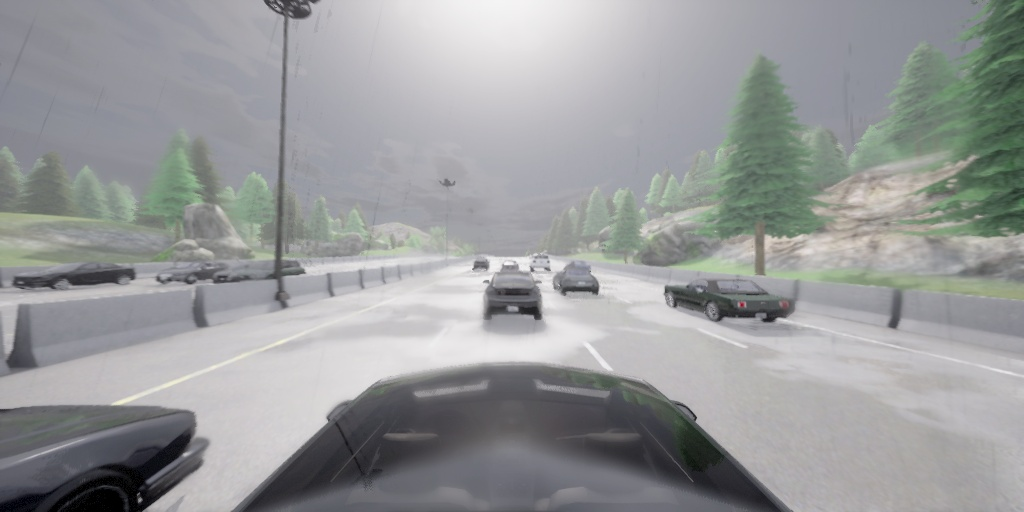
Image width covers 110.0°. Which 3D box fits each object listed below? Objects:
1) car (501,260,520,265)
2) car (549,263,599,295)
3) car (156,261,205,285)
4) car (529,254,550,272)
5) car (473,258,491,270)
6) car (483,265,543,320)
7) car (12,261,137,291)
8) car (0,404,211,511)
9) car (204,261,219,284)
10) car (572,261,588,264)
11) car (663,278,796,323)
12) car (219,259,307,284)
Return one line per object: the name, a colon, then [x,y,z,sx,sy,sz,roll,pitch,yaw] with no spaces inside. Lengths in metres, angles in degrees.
car: [-0.176,1.132,36.321,2.033,1.411,5.357,0,1,0]
car: [3.461,1.316,19.893,1.994,1.385,4.181,0,0,0]
car: [-21.176,1.092,24.259,2.128,1.511,4.902,0,0,0]
car: [3.272,0.741,42.602,2.150,2.045,5.566,0,1,0]
car: [-3.747,0.951,44.638,1.837,1.490,4.892,0,1,0]
car: [0.022,1.263,12.718,1.837,1.490,4.892,0,0,0]
car: [-24.681,1.058,20.513,1.882,1.535,5.008,0,0,0]
car: [-3.374,1.272,0.421,2.033,1.411,5.357,0,0,0]
car: [-17.676,1.138,24.284,1.837,1.490,4.892,0,0,0]
car: [6.819,1.168,36.766,2.033,1.411,5.357,0,1,0]
car: [7.025,1.398,12.348,1.895,1.301,4.718,0,0,0]
car: [-14.181,0.991,21.066,2.097,1.767,4.553,0,0,0]
